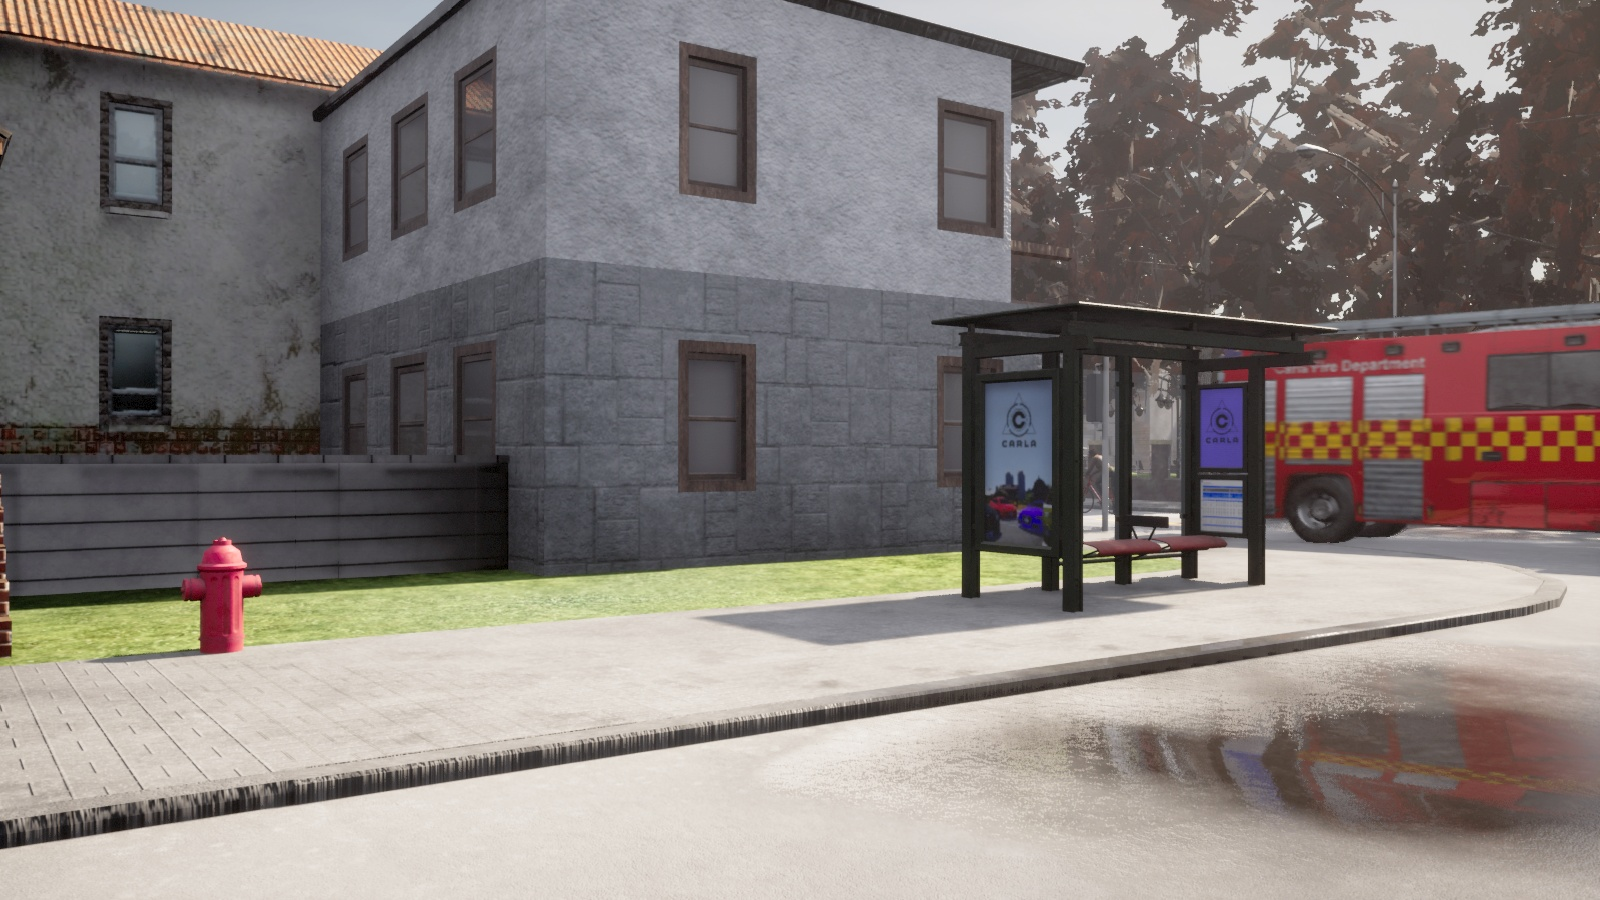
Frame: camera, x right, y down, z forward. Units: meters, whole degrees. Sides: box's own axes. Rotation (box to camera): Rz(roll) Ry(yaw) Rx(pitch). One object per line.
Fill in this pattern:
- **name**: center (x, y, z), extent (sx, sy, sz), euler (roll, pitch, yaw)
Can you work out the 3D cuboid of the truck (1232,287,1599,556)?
- **truck**: center (11.516, -0.396, 19.859), extent (2.891, 3.827, 8.468), euler (0, 0, -44)
